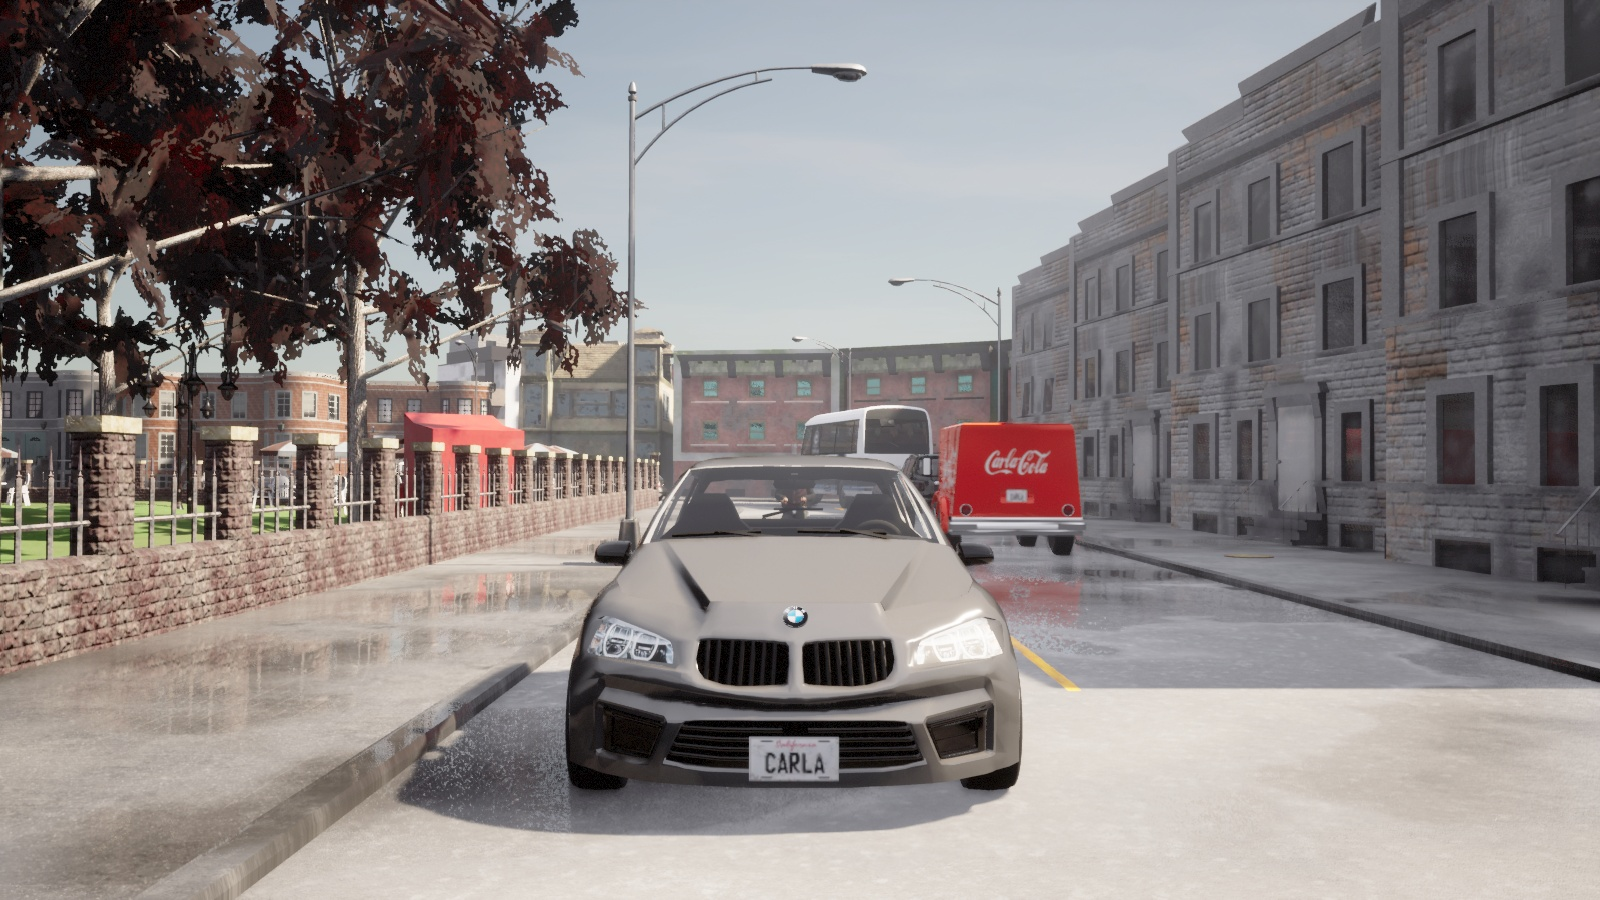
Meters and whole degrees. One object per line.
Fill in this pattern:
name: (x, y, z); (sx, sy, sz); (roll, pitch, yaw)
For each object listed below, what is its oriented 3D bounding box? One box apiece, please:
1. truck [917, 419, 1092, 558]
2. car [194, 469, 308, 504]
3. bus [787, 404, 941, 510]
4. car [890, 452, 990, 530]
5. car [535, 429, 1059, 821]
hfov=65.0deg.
truck: (3.887, 0.730, 25.009); (2.627, 2.467, 5.204); (0, -1, 0)
car: (-26.865, 1.798, 61.614); (4.611, 1.667, 2.242); (0, -1, 0)
bus: (2.570, 0.366, 55.959); (3.944, 4.253, 10.273); (0, -1, -15)
car: (3.846, 1.115, 35.584); (2.150, 2.045, 5.566); (0, -1, -1)
car: (-0.032, 0.788, 7.699); (2.242, 1.667, 4.611); (0, -1, 0)
